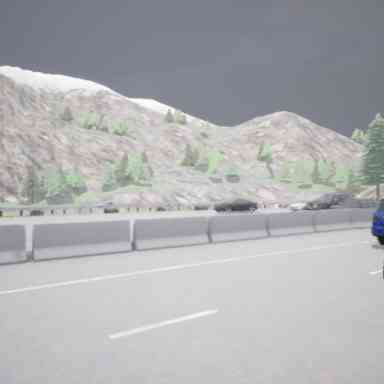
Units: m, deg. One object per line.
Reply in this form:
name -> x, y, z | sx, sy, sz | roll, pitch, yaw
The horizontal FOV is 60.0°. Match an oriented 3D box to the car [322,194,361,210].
car -> 13.538, 1.324, 27.768 | 4.553, 1.767, 2.097 | 0, 0, -26

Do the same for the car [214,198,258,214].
car -> 4.650, 1.421, 35.072 | 5.008, 1.535, 1.882 | 0, 0, -27

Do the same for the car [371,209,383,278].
car -> 6.645, 1.348, 7.894 | 4.553, 1.767, 2.097 | 0, 0, -32

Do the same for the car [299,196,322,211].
car -> 13.335, 1.187, 31.588 | 5.566, 2.045, 2.150 | 0, 0, -25

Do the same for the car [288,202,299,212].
car -> 12.317, 1.483, 34.953 | 4.674, 1.442, 1.812 | 0, 0, -24

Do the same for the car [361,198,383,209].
car -> 9.915, 1.213, 13.867 | 5.566, 2.045, 2.150 | 0, 0, -29
